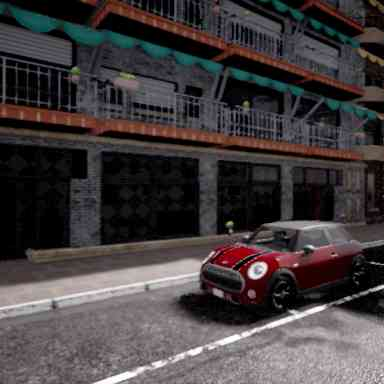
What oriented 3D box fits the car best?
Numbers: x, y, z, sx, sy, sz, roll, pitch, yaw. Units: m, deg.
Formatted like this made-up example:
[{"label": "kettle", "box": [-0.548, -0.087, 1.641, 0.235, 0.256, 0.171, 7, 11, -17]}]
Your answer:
[{"label": "car", "box": [2.138, 1.430, 7.614, 4.097, 1.590, 1.967, 0, 0, -35]}]
